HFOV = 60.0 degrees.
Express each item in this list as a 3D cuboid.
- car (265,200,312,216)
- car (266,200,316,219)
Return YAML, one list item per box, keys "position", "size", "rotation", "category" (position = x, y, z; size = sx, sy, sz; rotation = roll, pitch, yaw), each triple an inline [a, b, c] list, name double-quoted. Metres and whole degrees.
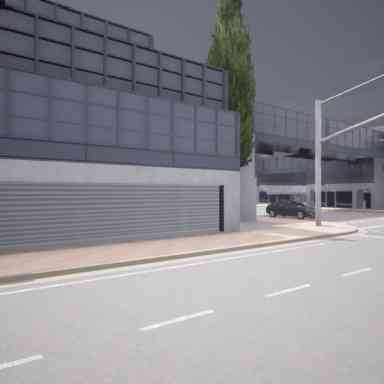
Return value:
- position: [9.633, 1.564, 33.445]
  size: [1.994, 1.385, 4.181]
  rotation: [0, 0, -37]
  category: "car"
- position: [8.666, 1.505, 28.893]
  size: [1.837, 1.490, 4.892]
  rotation: [0, 0, -37]
  category: "car"
